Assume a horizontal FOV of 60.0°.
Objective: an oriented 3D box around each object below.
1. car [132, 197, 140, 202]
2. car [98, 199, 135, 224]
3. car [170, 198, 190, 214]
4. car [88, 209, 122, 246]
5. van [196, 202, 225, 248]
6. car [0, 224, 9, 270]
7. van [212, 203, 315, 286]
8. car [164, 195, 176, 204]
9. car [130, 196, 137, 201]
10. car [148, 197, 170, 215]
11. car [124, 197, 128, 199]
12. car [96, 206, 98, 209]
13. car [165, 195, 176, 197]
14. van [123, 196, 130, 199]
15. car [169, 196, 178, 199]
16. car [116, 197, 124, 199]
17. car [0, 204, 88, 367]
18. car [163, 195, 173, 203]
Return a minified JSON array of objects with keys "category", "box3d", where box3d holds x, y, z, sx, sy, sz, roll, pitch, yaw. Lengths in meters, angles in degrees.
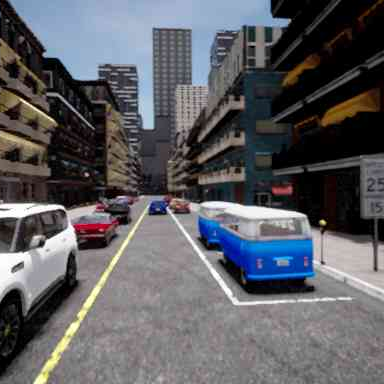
[{"category":"car","box3d":[-15.444,2.013,91.899,1.802,1.307,4.206,-1,0,-6]},{"category":"car","box3d":[-5.786,1.617,26.107,1.882,1.535,5.008,-1,0,-6]},{"category":"car","box3d":[-1.157,1.689,37.058,1.802,1.307,4.206,-2,0,-6]},{"category":"car","box3d":[-4.709,1.701,15.862,1.895,1.301,4.718,-1,0,-6]},{"category":"van","box3d":[1.218,1.362,14.777,1.690,1.788,3.998,-2,0,-6]},{"category":"car","box3d":[-6.483,1.687,8.347,1.802,1.307,4.206,-1,0,-6]},{"category":"van","box3d":[1.812,1.341,9.206,1.690,1.788,3.998,-2,0,-6]},{"category":"car","box3d":[-4.735,1.552,70.481,2.192,1.841,5.009,-2,0,-6]},{"category":"car","box3d":[-12.465,1.636,64.049,2.192,1.841,5.009,-1,0,-6]},{"category":"car","box3d":[-3.669,1.614,35.837,1.882,1.535,5.008,-1,0,-6]},{"category":"car","box3d":[-10.650,1.806,47.340,2.008,1.369,4.403,-1,0,-6]},{"category":"car","box3d":[-9.459,1.794,36.200,1.802,1.307,4.206,-1,0,-6]},{"category":"car","box3d":[-3.545,1.509,59.340,2.192,1.841,5.009,-2,0,-6]},{"category":"van","box3d":[-11.251,1.618,52.911,1.690,1.788,3.998,-1,0,-6]},{"category":"car","box3d":[-2.367,1.676,48.368,1.752,1.417,4.829,-2,0,-6]},{"category":"car","box3d":[-10.058,1.674,41.770,1.967,1.590,4.097,-1,0,-6]},{"category":"car","box3d":[-3.667,1.284,6.079,2.150,2.045,5.566,-1,0,-6]},{"category":"car","box3d":[-5.925,1.596,81.621,2.192,1.841,5.009,-2,0,-6]}]
